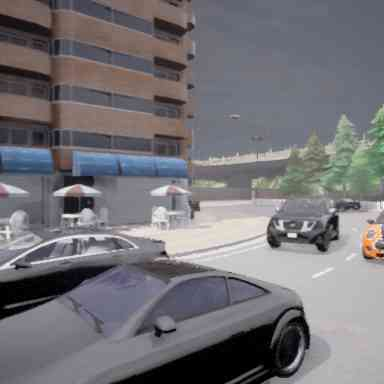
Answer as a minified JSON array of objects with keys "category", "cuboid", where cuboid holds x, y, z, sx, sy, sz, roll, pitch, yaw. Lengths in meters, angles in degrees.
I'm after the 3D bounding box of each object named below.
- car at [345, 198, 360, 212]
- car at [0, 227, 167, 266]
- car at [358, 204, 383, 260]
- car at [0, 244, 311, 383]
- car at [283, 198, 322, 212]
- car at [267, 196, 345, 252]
[{"category":"car","cuboid":[17.117,1.455,38.601,1.882,1.535,5.008,0,0,-18]},{"category":"car","cuboid":[-2.704,1.491,6.529,4.902,1.511,2.128,0,0,-37]},{"category":"car","cuboid":[7.424,1.344,11.667,2.097,1.767,4.553,0,0,35]},{"category":"car","cuboid":[-0.467,1.563,3.876,4.181,1.385,1.994,0,0,-39]},{"category":"car","cuboid":[13.067,1.504,39.573,1.812,1.442,4.674,0,0,-22]},{"category":"car","cuboid":[5.032,1.214,14.442,2.150,2.045,5.566,0,0,31]}]
